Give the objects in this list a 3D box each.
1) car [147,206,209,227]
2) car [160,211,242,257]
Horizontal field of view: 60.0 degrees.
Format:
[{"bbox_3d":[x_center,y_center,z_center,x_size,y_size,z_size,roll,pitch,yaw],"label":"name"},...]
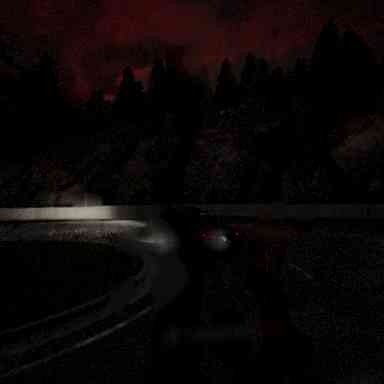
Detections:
[{"bbox_3d":[-1.013,1.768,24.447,4.902,1.511,2.128,-1,-1,29],"label":"car"},{"bbox_3d":[0.343,1.709,13.786,1.994,1.385,4.181,0,-1,-22],"label":"car"}]
